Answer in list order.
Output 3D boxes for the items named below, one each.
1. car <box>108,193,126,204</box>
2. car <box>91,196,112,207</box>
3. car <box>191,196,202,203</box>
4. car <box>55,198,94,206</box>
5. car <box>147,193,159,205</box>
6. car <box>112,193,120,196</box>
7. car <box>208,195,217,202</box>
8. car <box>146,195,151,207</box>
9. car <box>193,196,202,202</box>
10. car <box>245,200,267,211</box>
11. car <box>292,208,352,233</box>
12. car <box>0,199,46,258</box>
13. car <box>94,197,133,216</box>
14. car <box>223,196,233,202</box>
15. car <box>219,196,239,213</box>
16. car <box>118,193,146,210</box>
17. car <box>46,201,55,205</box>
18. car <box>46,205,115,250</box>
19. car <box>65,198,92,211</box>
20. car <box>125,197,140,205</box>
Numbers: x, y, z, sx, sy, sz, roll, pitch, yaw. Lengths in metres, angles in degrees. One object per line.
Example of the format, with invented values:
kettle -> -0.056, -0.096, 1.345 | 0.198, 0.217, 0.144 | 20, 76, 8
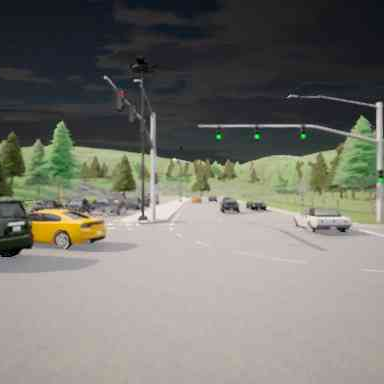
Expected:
car -> -14.193, 1.249, 63.568 | 2.150, 2.045, 5.566 | 0, 0, 1
car -> -14.334, 1.508, 53.027 | 1.882, 1.535, 5.008 | 0, 0, 1
car -> 0.865, 1.462, 66.116 | 1.882, 1.535, 5.008 | 0, 0, 2
car -> -11.193, 1.551, 32.497 | 1.812, 1.442, 4.674 | 0, 0, 2
car -> -7.236, 1.230, 60.875 | 2.150, 2.045, 5.566 | 0, 0, 1
car -> -10.865, 1.373, 50.451 | 2.097, 1.767, 4.553 | 0, 0, 1
car -> 4.622, 1.497, 74.180 | 2.128, 1.511, 4.902 | 0, 0, 2
car -> -7.365, 1.575, 50.384 | 1.994, 1.385, 4.181 | 0, 0, 1
car -> 1.206, 1.534, 76.443 | 1.994, 1.385, 4.181 | 0, 0, 2
car -> 7.609, 1.571, 39.922 | 1.895, 1.301, 4.718 | 0, 0, 1
car -> 7.359, 1.576, 19.446 | 1.895, 1.301, 4.718 | 0, 0, 1
car -> -8.010, 1.242, 10.991 | 5.566, 2.045, 2.150 | 0, -1, 15
car -> -7.644, 1.507, 32.797 | 2.128, 1.511, 4.902 | 0, 0, 1
car -> 8.212, 1.556, 76.478 | 1.895, 1.301, 4.718 | 0, 0, 2
car -> 4.066, 1.486, 36.507 | 1.837, 1.490, 4.892 | 0, 0, 1
car -> -7.469, 1.365, 41.876 | 2.097, 1.767, 4.553 | 0, 0, 1
car -> -14.619, 1.599, 33.969 | 1.994, 1.385, 4.181 | 0, 0, 1
car -> -6.117, 1.492, 14.205 | 5.008, 1.535, 1.882 | 0, -1, 17
car -> -14.460, 1.538, 42.640 | 1.837, 1.490, 4.892 | 0, 0, 1
car -> -10.741, 1.582, 60.462 | 1.994, 1.385, 4.181 | 0, 0, 1
